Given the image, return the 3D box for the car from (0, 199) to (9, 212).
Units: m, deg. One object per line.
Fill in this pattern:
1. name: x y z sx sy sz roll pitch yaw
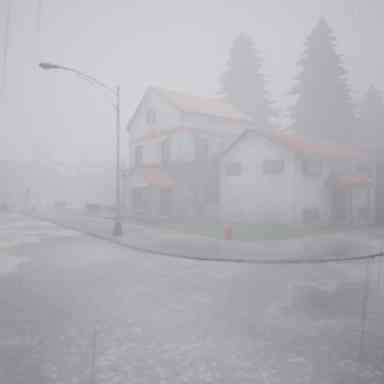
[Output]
1. car: -21.949 1.493 37.744 2.128 1.511 4.902 0 0 -33
